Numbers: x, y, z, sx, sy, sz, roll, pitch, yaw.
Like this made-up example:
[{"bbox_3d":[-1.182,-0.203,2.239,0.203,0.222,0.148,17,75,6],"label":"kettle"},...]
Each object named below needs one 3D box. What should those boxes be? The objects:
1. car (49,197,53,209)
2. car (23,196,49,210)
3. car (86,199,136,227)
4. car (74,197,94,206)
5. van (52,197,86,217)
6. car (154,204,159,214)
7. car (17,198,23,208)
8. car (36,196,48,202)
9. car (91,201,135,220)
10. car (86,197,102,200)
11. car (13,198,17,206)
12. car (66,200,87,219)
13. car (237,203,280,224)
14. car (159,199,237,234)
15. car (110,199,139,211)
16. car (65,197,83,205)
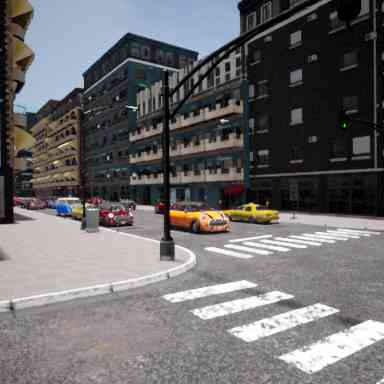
[{"bbox_3d":[-20.167,1.498,48.750,2.097,1.767,4.553,-1,1,-35],"label":"car"},{"bbox_3d":[-21.854,1.627,46.493,1.967,1.590,4.097,-1,1,-35],"label":"car"},{"bbox_3d":[-5.787,1.551,23.965,1.967,1.590,4.097,-1,1,-35],"label":"car"},{"bbox_3d":[-18.243,1.641,55.865,1.947,1.339,4.313,-1,1,-35],"label":"car"},{"bbox_3d":[-12.215,1.482,32.975,1.690,1.788,3.998,-1,1,-35],"label":"van"},{"bbox_3d":[-2.178,1.438,33.335,1.967,1.590,4.097,-1,1,-35],"label":"car"},{"bbox_3d":[-25.065,1.768,51.000,1.947,1.339,4.313,-1,1,-35],"label":"car"},{"bbox_3d":[-37.524,1.725,82.900,1.887,1.381,4.507,-1,1,-35],"label":"car"},{"bbox_3d":[-7.428,1.636,30.728,2.033,1.411,5.357,-1,1,-35],"label":"car"},{"bbox_3d":[-15.032,1.499,51.358,1.967,1.590,4.097,-1,1,-35],"label":"car"},{"bbox_3d":[-31.492,1.781,60.012,1.887,1.381,4.507,-1,1,-35],"label":"car"},{"bbox_3d":[-8.900,1.651,28.333,1.752,1.417,4.829,-1,1,-35],"label":"car"},{"bbox_3d":[4.152,1.495,24.463,1.752,1.417,4.829,-1,1,-35],"label":"car"},{"bbox_3d":[0.203,1.407,20.022,2.097,1.767,4.553,-1,0,-35],"label":"car"},{"bbox_3d":[-8.603,1.579,42.348,2.008,1.369,4.403,-1,1,-35],"label":"car"},{"bbox_3d":[-21.457,1.643,60.371,2.008,1.369,4.403,-1,1,-35],"label":"car"}]
